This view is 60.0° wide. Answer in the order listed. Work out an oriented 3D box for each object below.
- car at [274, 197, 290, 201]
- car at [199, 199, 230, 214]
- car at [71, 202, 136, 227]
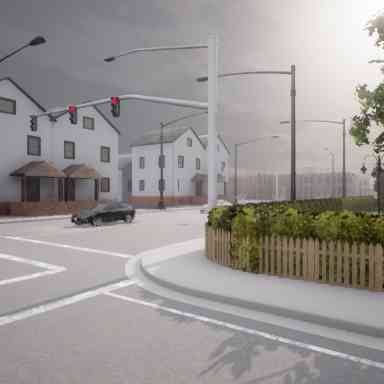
[{"bbox_3d":[14.183,1.555,52.181,2.033,1.411,5.357,0,0,35],"label":"car"},{"bbox_3d":[2.589,1.526,35.557,1.812,1.442,4.674,0,0,35],"label":"car"},{"bbox_3d":[-6.024,1.505,23.090,1.837,1.490,4.892,0,0,35],"label":"car"}]
